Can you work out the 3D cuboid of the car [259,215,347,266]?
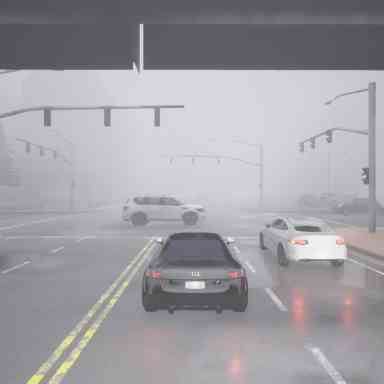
[{"bbox_3d":[3.582,1.526,11.364,1.812,1.442,4.674,0,0,0],"label":"car"}]

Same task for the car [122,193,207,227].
[{"bbox_3d":[-1.869,1.222,22.391,5.566,2.045,2.150,0,0,-1],"label":"car"}]

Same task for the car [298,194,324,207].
[{"bbox_3d":[16.645,1.153,47.386,1.932,1.855,4.605,0,0,0],"label":"car"}]

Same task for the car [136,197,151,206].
[{"bbox_3d":[-8.044,1.526,55.416,1.812,1.442,4.674,0,0,0],"label":"car"}]

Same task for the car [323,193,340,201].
[{"bbox_3d":[33.495,1.153,80.000,1.932,1.855,4.605,0,0,0],"label":"car"}]

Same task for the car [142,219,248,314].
[{"bbox_3d":[0.067,1.564,7.704,1.994,1.385,4.181,0,0,0],"label":"car"}]

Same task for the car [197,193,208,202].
[{"bbox_3d":[2.403,1.223,76.990,2.150,2.045,5.566,0,0,0],"label":"car"}]

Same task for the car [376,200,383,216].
[{"bbox_3d":[19.150,1.601,29.626,4.718,1.301,1.895,0,0,1],"label":"car"}]

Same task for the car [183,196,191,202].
[{"bbox_3d":[-1.097,1.593,76.964,1.895,1.301,4.718,0,0,0],"label":"car"}]

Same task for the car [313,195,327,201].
[{"bbox_3d":[30.811,1.364,79.942,1.784,1.438,3.905,0,0,0],"label":"car"}]

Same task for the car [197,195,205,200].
[{"bbox_3d":[2.344,1.378,86.058,1.994,1.385,4.181,0,0,0],"label":"car"}]

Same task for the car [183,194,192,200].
[{"bbox_3d":[-1.156,1.351,86.035,2.128,1.511,4.902,0,0,0],"label":"car"}]

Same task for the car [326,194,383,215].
[{"bbox_3d":[16.354,1.352,33.157,4.553,1.767,2.097,0,0,1],"label":"car"}]

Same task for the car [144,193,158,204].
[{"bbox_3d":[-8.051,1.221,66.069,2.150,2.045,5.566,0,0,0],"label":"car"}]

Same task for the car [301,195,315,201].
[{"bbox_3d":[27.916,1.395,79.934,1.970,1.475,3.806,0,0,0],"label":"car"}]

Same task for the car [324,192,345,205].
[{"bbox_3d":[19.540,1.156,47.340,1.905,1.878,3.866,0,0,0],"label":"car"}]

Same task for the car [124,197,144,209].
[{"bbox_3d":[-7.994,1.478,46.136,1.882,1.535,5.008,0,0,0],"label":"car"}]

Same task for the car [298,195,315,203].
[{"bbox_3d":[22.193,1.395,64.815,1.970,1.475,3.806,0,0,0],"label":"car"}]
